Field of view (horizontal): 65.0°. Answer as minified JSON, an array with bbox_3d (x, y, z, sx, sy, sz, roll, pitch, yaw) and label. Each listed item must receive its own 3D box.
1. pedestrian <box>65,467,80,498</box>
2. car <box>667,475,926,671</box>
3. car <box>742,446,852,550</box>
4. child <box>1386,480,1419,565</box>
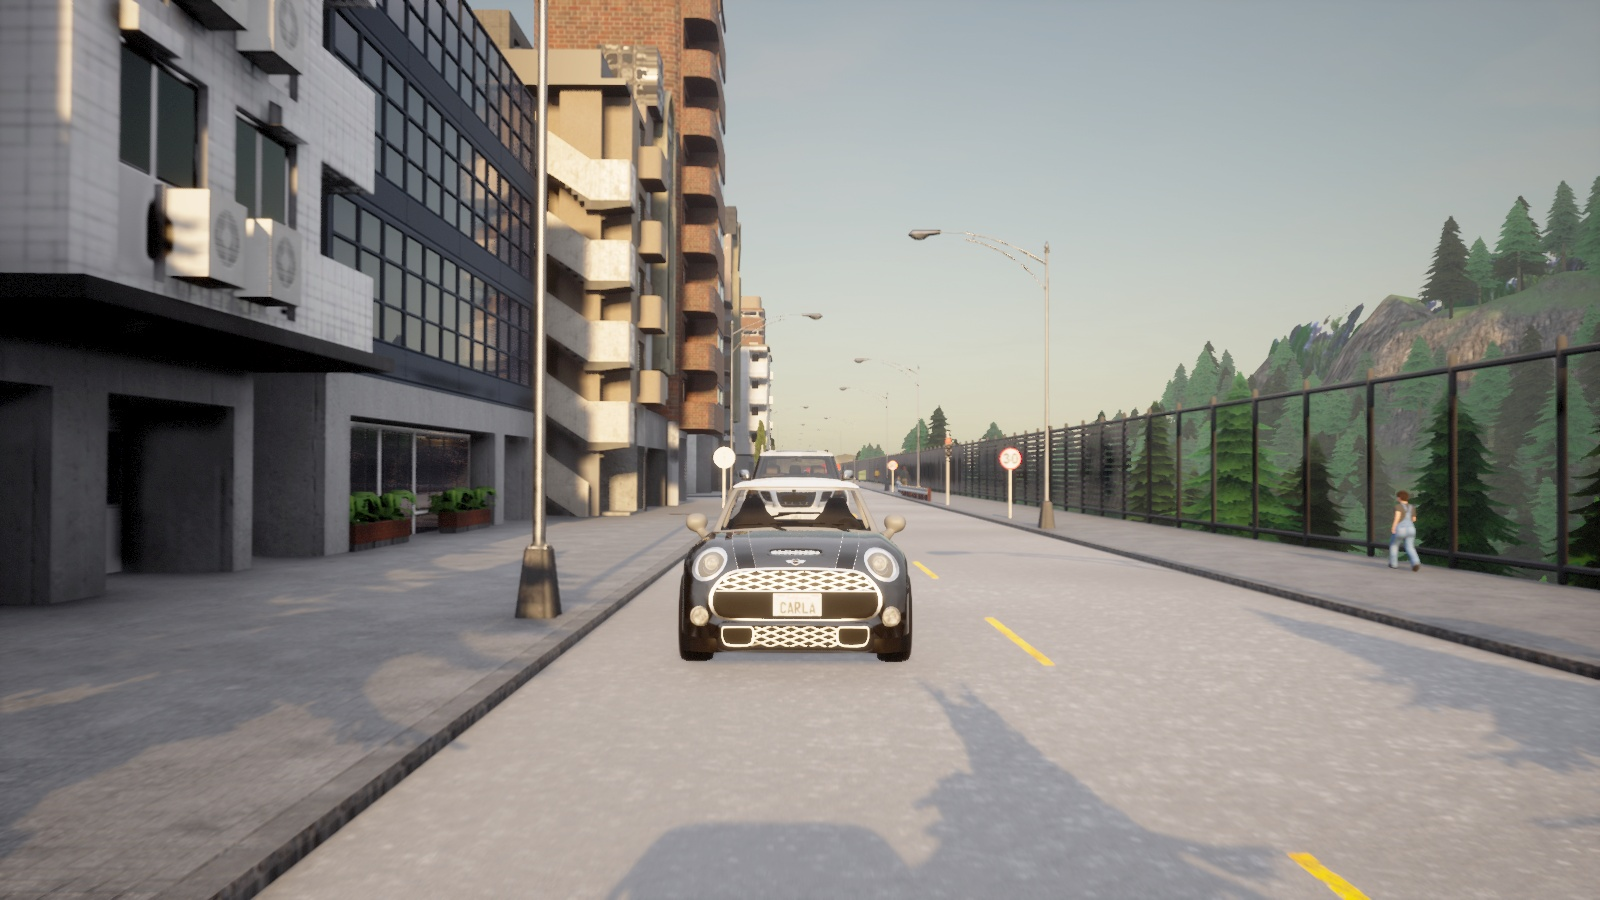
[{"bbox_3d":[-44.278,1.974,76.423,0.726,1.835,0.370,0,-1,13],"label":"pedestrian"},{"bbox_3d":[-0.031,0.972,11.480,1.970,1.475,3.806,0,-1,0],"label":"car"},{"bbox_3d":[-0.073,0.994,27.471,2.150,2.045,5.566,0,-1,0],"label":"car"},{"bbox_3d":[9.106,1.086,18.982,0.270,1.263,0.437,0,-1,-2],"label":"child"}]
